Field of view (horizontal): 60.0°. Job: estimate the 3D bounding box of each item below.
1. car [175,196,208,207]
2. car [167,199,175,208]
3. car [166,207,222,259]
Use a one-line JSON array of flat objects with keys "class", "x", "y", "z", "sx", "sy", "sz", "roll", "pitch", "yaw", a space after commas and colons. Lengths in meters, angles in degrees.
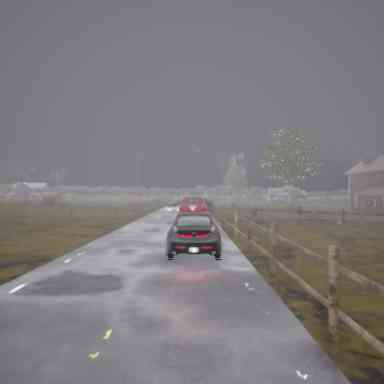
[{"class": "car", "x": 0.079, "y": 1.324, "z": 26.930, "sx": 2.150, "sy": 2.045, "sz": 5.566, "roll": 0, "pitch": 0, "yaw": 0}, {"class": "car", "x": -2.789, "y": 1.815, "z": 52.452, "sx": 1.994, "sy": 1.385, "sz": 4.181, "roll": 0, "pitch": 0, "yaw": 0}, {"class": "car", "x": 0.076, "y": 1.549, "z": 12.724, "sx": 1.837, "sy": 1.490, "sz": 4.892, "roll": 0, "pitch": 0, "yaw": 0}]
